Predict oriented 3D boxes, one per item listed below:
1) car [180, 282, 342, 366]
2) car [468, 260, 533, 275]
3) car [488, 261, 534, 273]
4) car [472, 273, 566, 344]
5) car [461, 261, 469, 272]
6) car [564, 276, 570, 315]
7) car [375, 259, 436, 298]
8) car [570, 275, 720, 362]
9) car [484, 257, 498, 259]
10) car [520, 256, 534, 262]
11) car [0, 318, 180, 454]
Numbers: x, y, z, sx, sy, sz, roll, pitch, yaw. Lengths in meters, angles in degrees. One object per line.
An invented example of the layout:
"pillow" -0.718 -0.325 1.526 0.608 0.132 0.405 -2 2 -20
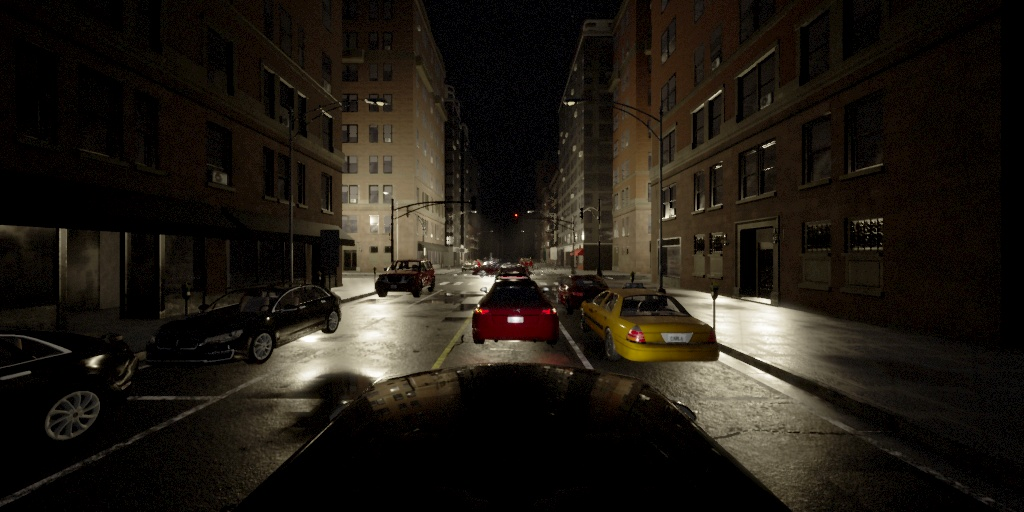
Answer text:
"car" -5.377 1.300 7.914 2.007 1.370 4.403 0 0 0
"car" -1.051 1.298 33.301 5.357 1.411 2.033 0 0 0
"car" 0.035 1.239 19.440 2.128 1.511 4.902 0 0 0
"car" 0.082 1.313 9.571 1.994 1.385 4.181 0 0 0
"car" -5.301 1.293 45.203 2.007 1.370 4.403 0 0 0
"car" 2.659 1.330 13.301 1.802 1.307 4.207 0 0 0
"car" -5.355 1.062 18.739 2.192 1.841 5.009 0 0 0
"car" 2.648 1.275 8.059 1.751 1.417 4.829 0 0 0
"car" -2.734 1.231 54.916 2.128 1.511 4.902 0 0 0
"car" 2.757 1.176 61.541 1.967 1.591 4.097 0 0 0
"car" -5.388 1.300 2.501 2.007 1.370 4.403 0 0 0
